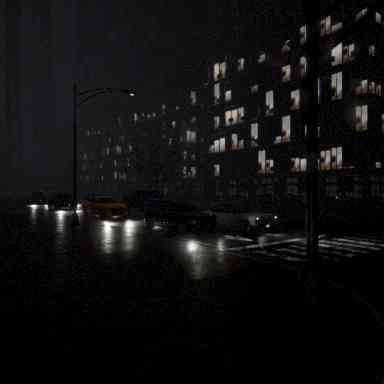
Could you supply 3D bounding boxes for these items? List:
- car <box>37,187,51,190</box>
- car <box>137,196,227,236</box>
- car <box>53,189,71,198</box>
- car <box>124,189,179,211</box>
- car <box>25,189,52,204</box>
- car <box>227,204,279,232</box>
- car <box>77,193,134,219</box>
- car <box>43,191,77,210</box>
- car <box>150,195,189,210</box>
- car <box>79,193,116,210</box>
[{"bbox_3d":[-28.548,-0.025,63.726,2.150,2.045,5.566,0,1,-38],"label":"car"},{"bbox_3d":[-0.704,1.231,17.297,1.882,1.535,5.008,0,1,-37],"label":"car"},{"bbox_3d":[-25.542,0.244,65.158,1.882,1.535,5.008,0,1,-38],"label":"car"},{"bbox_3d":[-3.569,0.810,26.206,2.150,2.045,5.566,0,1,-38],"label":"car"},{"bbox_3d":[-19.193,0.707,40.968,1.837,1.490,4.892,0,1,-37],"label":"car"},{"bbox_3d":[2.464,1.368,18.554,1.895,1.301,4.718,0,1,-39],"label":"car"},{"bbox_3d":[-6.551,1.058,24.742,1.882,1.535,5.008,0,1,-38],"label":"car"},{"bbox_3d":[-12.828,0.898,32.755,1.837,1.490,4.892,0,1,-38],"label":"car"},{"bbox_3d":[-2.502,1.058,35.687,1.895,1.301,4.718,0,1,-38],"label":"car"},{"bbox_3d":[-9.737,0.883,34.087,1.882,1.535,5.008,0,1,-38],"label":"car"}]
